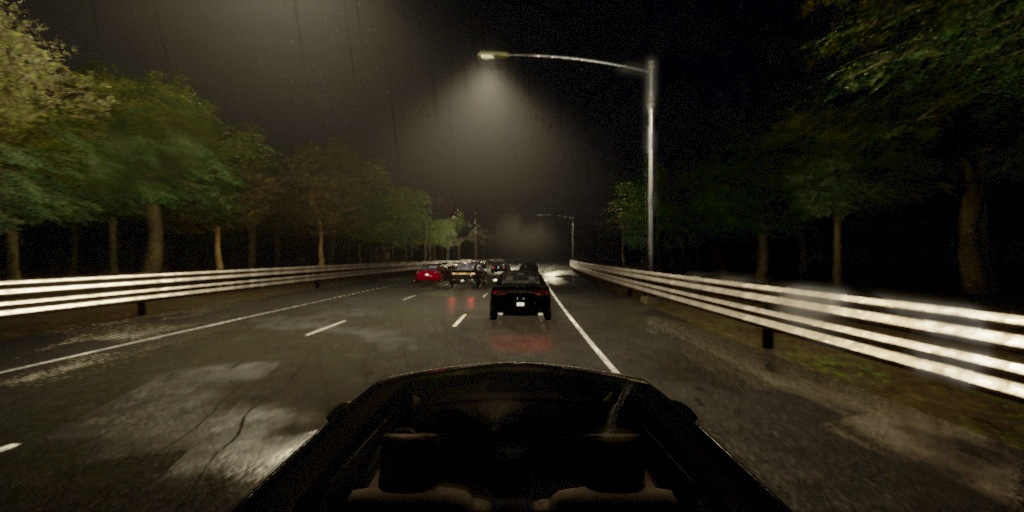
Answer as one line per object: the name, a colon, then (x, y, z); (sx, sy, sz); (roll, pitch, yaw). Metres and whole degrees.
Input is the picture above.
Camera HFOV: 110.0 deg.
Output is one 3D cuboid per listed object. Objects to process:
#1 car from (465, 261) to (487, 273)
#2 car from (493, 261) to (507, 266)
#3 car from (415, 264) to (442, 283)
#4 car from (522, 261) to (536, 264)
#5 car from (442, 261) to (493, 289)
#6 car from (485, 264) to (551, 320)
car: (-4.453, 1.318, 44.927); (1.994, 1.385, 4.181); (0, 0, 6)
car: (-1.262, 1.304, 42.025); (2.033, 1.411, 5.357); (0, 0, 6)
car: (-5.973, 1.312, 27.691); (1.994, 1.385, 4.181); (0, 0, 4)
car: (1.767, 1.264, 36.856); (1.837, 1.490, 4.892); (0, 0, 5)
car: (-2.741, 1.242, 23.311); (2.128, 1.511, 4.902); (0, 0, 3)
car: (0.309, 1.229, 12.726); (1.882, 1.535, 5.008); (0, 0, 2)
